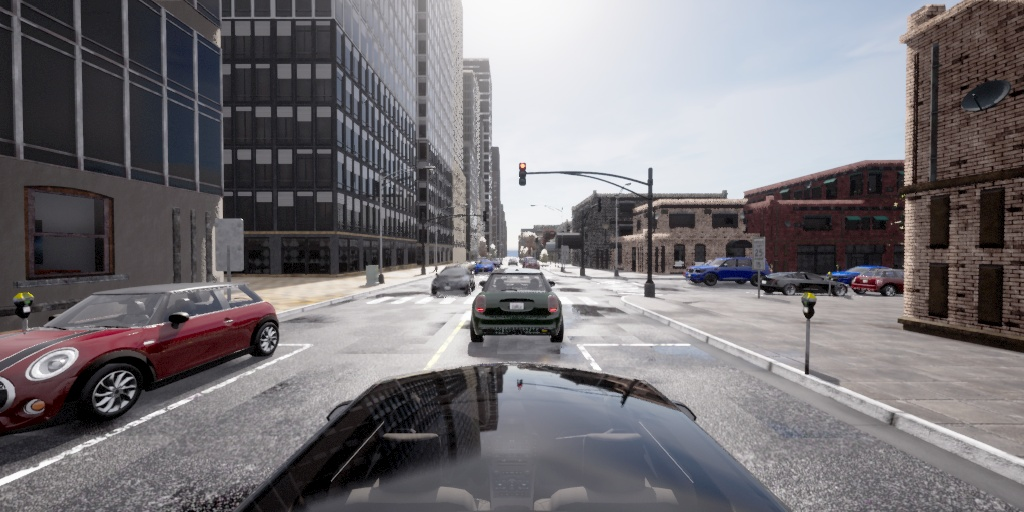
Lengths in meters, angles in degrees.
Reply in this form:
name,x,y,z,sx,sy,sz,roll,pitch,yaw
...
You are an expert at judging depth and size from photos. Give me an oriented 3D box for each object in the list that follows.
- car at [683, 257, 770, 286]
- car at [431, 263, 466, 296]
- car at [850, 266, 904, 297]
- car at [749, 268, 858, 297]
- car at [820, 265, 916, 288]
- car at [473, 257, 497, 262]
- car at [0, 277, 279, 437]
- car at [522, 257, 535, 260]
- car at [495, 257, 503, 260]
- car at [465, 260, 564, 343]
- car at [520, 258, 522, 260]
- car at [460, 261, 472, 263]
name,x,y,z,sx,sy,sz,roll,pitch,yaw
car,15.763,1.105,26.190,5.566,2.045,2.150,1,1,1
car,-3.078,1.270,19.438,1.812,1.442,4.674,0,0,0
car,21.984,1.473,20.324,4.097,1.591,1.967,0,0,1
car,16.436,1.546,20.403,4.313,1.339,1.948,0,0,1
car,25.731,1.456,26.051,5.008,1.535,1.882,1,1,1
car,-3.050,1.218,40.566,1.882,1.535,5.008,0,0,0
car,-5.687,1.189,5.557,1.967,1.591,4.097,0,0,0
car,2.753,1.178,49.082,1.967,1.591,4.097,0,0,0
car,-3.010,1.089,58.669,2.097,1.767,4.553,0,0,0
car,0.146,1.100,9.857,2.097,1.767,4.553,0,0,1
car,2.768,1.051,60.371,2.192,1.841,5.009,0,0,0
car,-5.773,1.265,43.335,1.751,1.417,4.829,0,0,0
